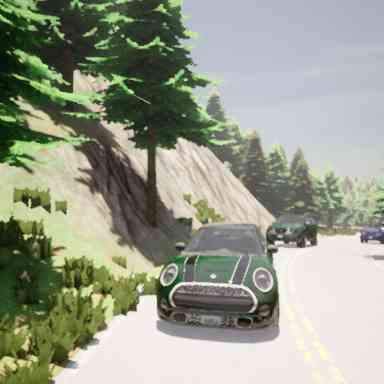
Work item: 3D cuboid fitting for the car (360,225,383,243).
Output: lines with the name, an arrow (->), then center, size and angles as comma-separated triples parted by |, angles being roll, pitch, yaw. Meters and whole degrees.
car -> 16.793, 3.994, 30.731 | 1.812, 1.442, 4.674 | -1, -6, 35

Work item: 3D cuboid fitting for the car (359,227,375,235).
car -> 34.466, 7.721, 65.632 | 1.812, 1.442, 4.674 | 0, -6, 17

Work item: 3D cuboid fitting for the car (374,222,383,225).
car -> 22.663, 4.659, 39.322 | 2.150, 2.045, 5.566 | -1, -6, 34

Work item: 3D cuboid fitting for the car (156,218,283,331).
car -> 0.783, 1.497, 7.400 | 2.097, 1.767, 4.553 | 0, -2, 12

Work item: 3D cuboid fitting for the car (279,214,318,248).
car -> 6.662, 2.490, 21.799 | 2.150, 2.045, 5.566 | -1, -5, 33
